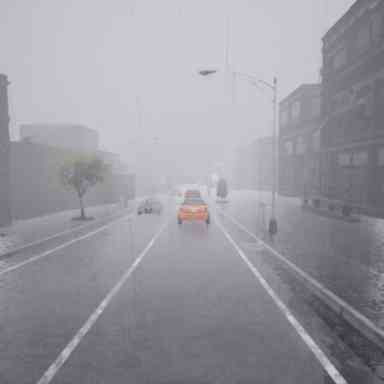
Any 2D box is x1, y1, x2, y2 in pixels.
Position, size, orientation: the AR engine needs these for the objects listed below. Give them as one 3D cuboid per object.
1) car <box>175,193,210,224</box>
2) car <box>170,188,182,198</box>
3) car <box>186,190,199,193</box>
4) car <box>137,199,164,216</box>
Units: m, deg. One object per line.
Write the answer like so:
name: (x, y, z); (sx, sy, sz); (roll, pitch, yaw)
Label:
car: (0.124, 1.188, 23.538); (2.097, 1.767, 4.553); (0, 1, 0)
car: (-3.368, 0.163, 70.364); (2.150, 2.045, 5.566); (0, 1, 0)
car: (0.112, 0.678, 44.952); (2.150, 2.045, 5.566); (0, 1, 0)
car: (-3.555, 1.318, 29.122); (1.994, 1.385, 4.181); (0, 1, 0)
